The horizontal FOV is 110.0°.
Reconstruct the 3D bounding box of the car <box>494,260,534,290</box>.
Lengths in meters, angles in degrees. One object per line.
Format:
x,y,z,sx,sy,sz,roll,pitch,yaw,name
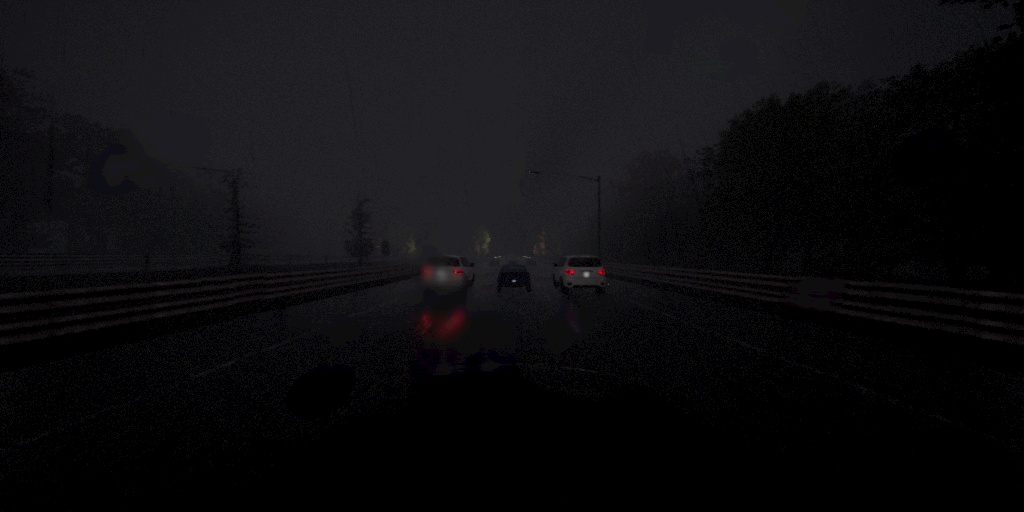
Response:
0.112,1.221,22.192,1.882,1.535,5.008,0,0,0,car

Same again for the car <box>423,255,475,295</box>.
-3.390,0.965,20.025,2.150,2.045,5.566,0,0,0,car

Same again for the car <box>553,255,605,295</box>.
3.610,0.964,20.067,2.150,2.045,5.566,0,0,0,car
